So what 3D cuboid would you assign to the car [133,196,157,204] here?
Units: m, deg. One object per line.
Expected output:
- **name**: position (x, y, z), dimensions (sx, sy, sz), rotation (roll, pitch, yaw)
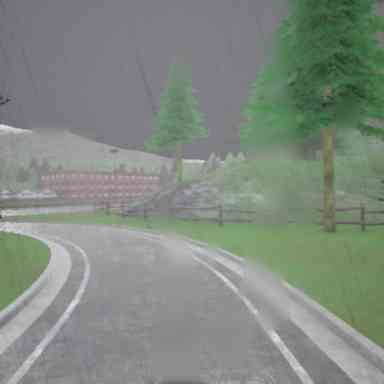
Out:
- **car**: position (-10.892, 1.753, 73.755), dimensions (1.882, 1.535, 5.008), rotation (-1, 0, 38)
